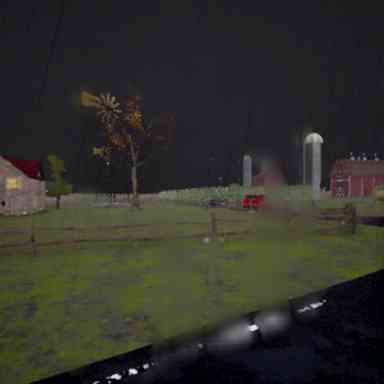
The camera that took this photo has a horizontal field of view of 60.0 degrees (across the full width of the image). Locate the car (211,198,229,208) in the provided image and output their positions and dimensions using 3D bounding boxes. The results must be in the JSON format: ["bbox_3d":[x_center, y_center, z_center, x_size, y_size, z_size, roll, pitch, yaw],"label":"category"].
[{"bbox_3d":[4.381,1.667,52.615,2.128,1.511,4.902,0,-1,-15],"label":"car"}]

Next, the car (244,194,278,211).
[{"bbox_3d":[7.957,1.240,38.988,2.150,2.045,5.566,0,0,-15],"label":"car"}]
